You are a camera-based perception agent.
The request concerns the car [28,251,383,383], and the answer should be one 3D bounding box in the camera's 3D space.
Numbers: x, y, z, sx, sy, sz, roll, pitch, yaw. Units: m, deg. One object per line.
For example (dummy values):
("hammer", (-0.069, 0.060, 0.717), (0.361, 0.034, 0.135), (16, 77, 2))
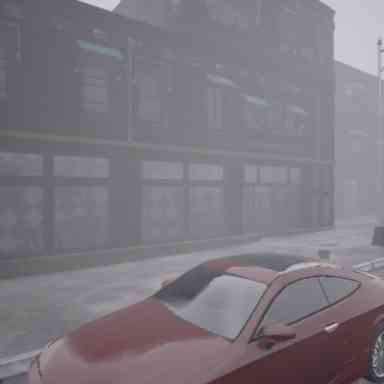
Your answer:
("car", (0.661, 1.513, 3.847), (4.674, 1.442, 1.812), (-1, 0, -35))
